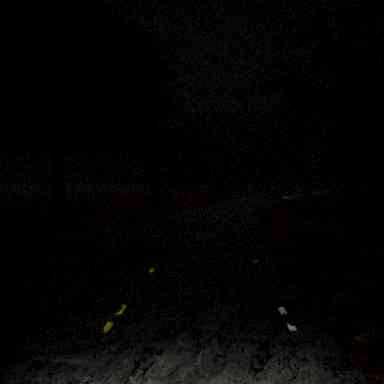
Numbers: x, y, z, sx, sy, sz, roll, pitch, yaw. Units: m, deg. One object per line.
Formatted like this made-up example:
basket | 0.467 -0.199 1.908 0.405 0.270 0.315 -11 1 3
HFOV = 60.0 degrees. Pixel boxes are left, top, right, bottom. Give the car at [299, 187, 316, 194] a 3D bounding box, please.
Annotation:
car | 23.424 -0.317 67.281 1.895 1.301 4.718 0 2 38

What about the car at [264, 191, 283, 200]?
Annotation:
car | 12.334 0.484 49.756 1.895 1.301 4.718 0 2 27
